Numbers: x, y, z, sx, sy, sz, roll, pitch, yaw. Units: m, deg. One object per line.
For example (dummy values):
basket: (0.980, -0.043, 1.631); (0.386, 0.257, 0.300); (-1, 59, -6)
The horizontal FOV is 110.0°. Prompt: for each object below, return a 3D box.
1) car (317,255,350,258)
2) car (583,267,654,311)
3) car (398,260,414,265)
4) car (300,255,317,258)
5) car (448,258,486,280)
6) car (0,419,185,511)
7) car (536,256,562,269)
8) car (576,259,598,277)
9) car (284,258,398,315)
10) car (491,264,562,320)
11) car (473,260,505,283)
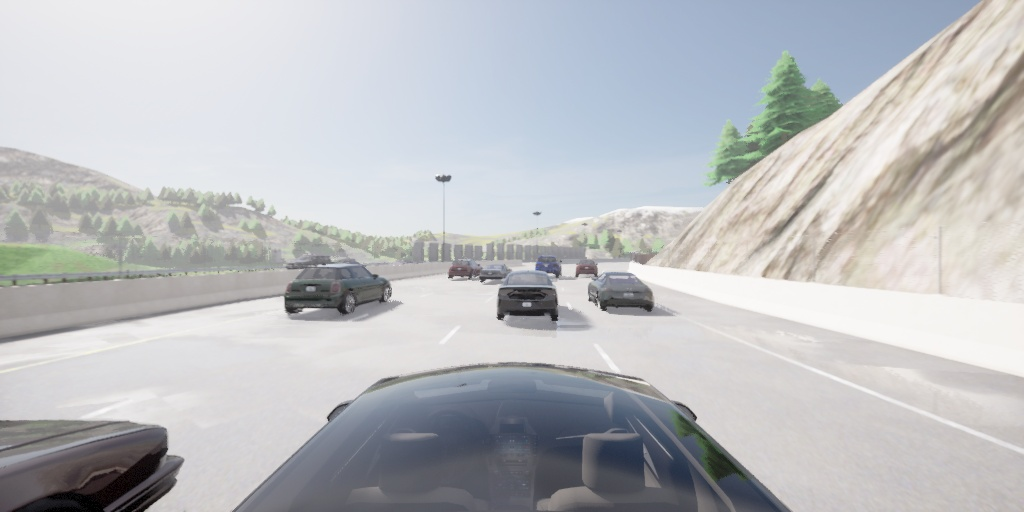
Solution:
car: (-20.006, 1.051, 42.039); (2.097, 1.767, 4.553); (0, 0, 13)
car: (4.247, 1.325, 14.553); (1.994, 1.385, 4.181); (0, 0, 5)
car: (-12.816, 1.319, 42.262); (1.895, 1.301, 4.718); (0, 0, 13)
car: (-23.618, 0.914, 41.993); (2.150, 2.045, 5.566); (0, 0, 13)
car: (-4.016, 1.092, 31.862); (2.097, 1.767, 4.553); (0, 0, 10)
car: (-3.369, 1.289, 0.161); (2.033, 1.411, 5.357); (0, 0, 0)
car: (3.553, 0.982, 34.376); (2.150, 2.045, 5.566); (0, 0, 12)
car: (7.485, 1.122, 35.917); (2.097, 1.767, 4.553); (0, 0, 12)
car: (-6.348, 1.086, 13.676); (2.097, 1.767, 4.553); (0, 0, 4)
car: (0.584, 1.229, 12.669); (1.882, 1.535, 5.008); (0, 0, 4)
car: (-1.177, 1.295, 28.062); (2.033, 1.411, 5.357); (0, 0, 9)
